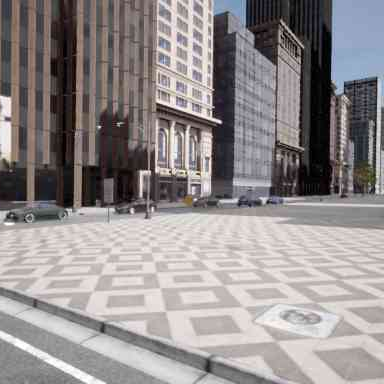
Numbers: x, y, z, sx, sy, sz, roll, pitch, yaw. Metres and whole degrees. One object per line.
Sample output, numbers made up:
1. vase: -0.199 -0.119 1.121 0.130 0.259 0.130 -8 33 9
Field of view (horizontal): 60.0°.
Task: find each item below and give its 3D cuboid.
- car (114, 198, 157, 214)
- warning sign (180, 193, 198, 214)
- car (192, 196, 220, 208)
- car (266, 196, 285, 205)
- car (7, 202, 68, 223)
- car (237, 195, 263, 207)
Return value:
1. car: -5.556 1.371 33.284 1.837 1.490 4.892 1 1 35
2. warning sign: -0.266 1.077 30.688 1.300 1.860 1.060 1 1 35
3. car: 1.890 1.320 43.779 1.837 1.490 4.892 1 1 36
4. car: 13.942 1.362 55.475 1.994 1.385 4.181 1 1 35
5. car: -11.471 1.470 24.932 1.994 1.385 4.181 1 1 35
6. car: 8.341 1.193 47.469 2.097 1.767 4.553 1 1 36
